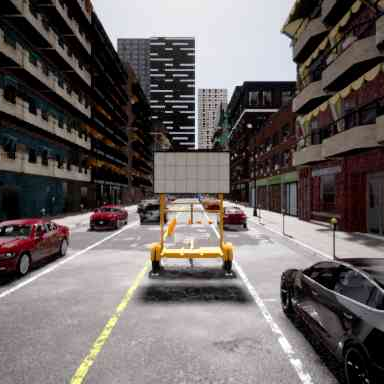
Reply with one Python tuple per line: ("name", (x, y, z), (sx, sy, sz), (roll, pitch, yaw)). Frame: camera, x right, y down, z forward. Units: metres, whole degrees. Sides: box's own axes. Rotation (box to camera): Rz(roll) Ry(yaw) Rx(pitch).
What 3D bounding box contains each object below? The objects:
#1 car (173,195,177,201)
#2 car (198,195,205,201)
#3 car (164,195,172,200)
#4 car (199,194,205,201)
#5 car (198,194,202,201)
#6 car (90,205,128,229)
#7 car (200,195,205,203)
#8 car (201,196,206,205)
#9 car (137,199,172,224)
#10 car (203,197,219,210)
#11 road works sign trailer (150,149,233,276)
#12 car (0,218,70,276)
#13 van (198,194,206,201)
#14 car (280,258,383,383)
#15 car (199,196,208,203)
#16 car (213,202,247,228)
("car", (-5.343, 1.643, 84.335), (1.887, 1.381, 4.507), (0, 0, 0))
("car", (2.535, 1.637, 90.208), (1.752, 1.417, 4.829), (0, 0, 0))
("car", (-5.333, 1.598, 61.577), (1.887, 1.381, 4.507), (1, 0, 0))
("car", (2.550, 1.570, 56.070), (1.752, 1.417, 4.829), (0, 0, 0))
("car", (2.545, 1.588, 67.449), (1.752, 1.417, 4.829), (0, 0, 0))
("car", (-5.316, 1.554, 21.747), (1.887, 1.381, 4.507), (1, 0, 0))
("car", (2.552, 1.582, 50.211), (1.887, 1.381, 4.507), (1, 0, 0))
("car", (2.554, 1.576, 44.522), (1.887, 1.381, 4.507), (1, 0, 0))
("car", (-2.761, 1.537, 25.073), (1.812, 1.442, 4.674), (0, 0, 0))
("car", (2.556, 1.607, 38.831), (1.802, 1.307, 4.206), (1, 0, 0))
("road works sign trailer", (-0.004, 0.467, 10.372), (2.380, 3.560, 2.880), (0, 0, 0))
("car", (-5.312, 1.548, 10.368), (1.887, 1.381, 4.507), (1, 0, 0))
("van", (2.539, 1.440, 84.348), (1.690, 1.788, 3.998), (0, 0, 0))
("car", (2.571, 1.567, 4.694), (1.947, 1.339, 4.313), (1, 0, 0))
("car", (2.542, 1.655, 72.968), (1.802, 1.307, 4.206), (0, 0, 0))
("car", (2.563, 1.591, 21.762), (1.802, 1.307, 4.206), (1, 0, 0))
